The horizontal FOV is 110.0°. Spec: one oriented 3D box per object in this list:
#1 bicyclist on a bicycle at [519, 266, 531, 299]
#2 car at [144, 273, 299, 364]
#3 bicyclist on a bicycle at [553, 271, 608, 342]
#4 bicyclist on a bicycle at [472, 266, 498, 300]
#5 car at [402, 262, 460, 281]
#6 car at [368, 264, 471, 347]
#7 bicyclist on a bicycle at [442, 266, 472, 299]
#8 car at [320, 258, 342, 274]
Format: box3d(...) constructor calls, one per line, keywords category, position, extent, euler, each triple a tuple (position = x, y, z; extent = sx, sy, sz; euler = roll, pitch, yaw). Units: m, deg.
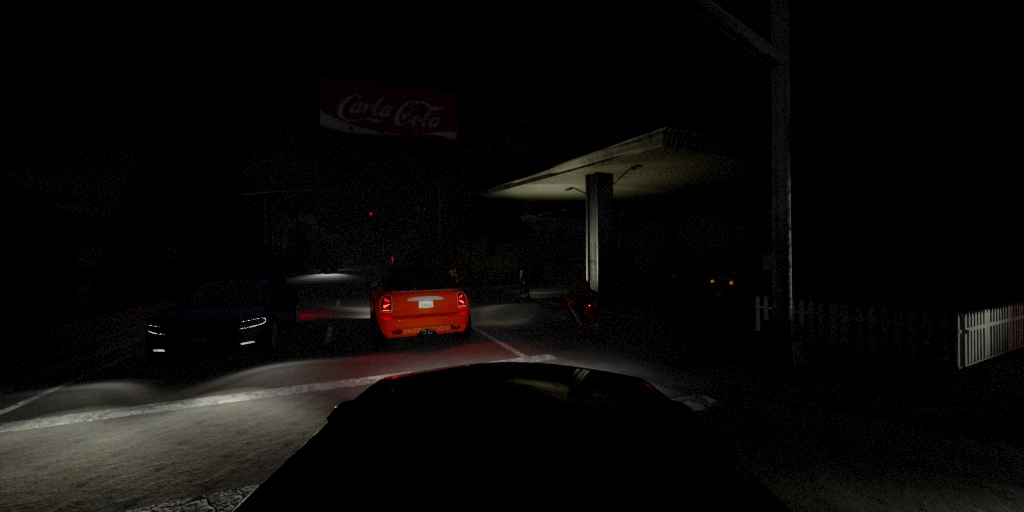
box3d(category="bicyclist on a bicycle", position=(0.654, 1.315, 17.937), extent=(0.582, 1.620, 1.656), euler=(0, 0, 16))
box3d(category="car", position=(-6.319, 1.194, 8.387), extent=(1.882, 1.535, 5.008), euler=(0, 0, -24))
box3d(category="bicyclist on a bicycle", position=(1.640, 1.194, 8.735), extent=(0.582, 1.620, 1.656), euler=(3, -2, -43))
box3d(category="bicyclist on a bicycle", position=(-1.454, 1.322, 17.805), extent=(1.656, 1.620, 0.582), euler=(1, 0, -22))
box3d(category="car", position=(-7.351, 1.406, 32.528), extent=(4.892, 1.490, 1.837), euler=(1, 2, -22))
box3d(category="car", position=(-2.614, 1.041, 9.486), extent=(2.097, 1.767, 4.553), euler=(0, 0, -22))
box3d(category="bicyclist on a bicycle", position=(-2.751, 1.295, 16.413), extent=(1.656, 1.620, 0.582), euler=(1, 0, 37))
box3d(category="car", position=(-22.460, 1.357, 44.125), extent=(2.128, 1.511, 4.902), euler=(0, 0, -24))
